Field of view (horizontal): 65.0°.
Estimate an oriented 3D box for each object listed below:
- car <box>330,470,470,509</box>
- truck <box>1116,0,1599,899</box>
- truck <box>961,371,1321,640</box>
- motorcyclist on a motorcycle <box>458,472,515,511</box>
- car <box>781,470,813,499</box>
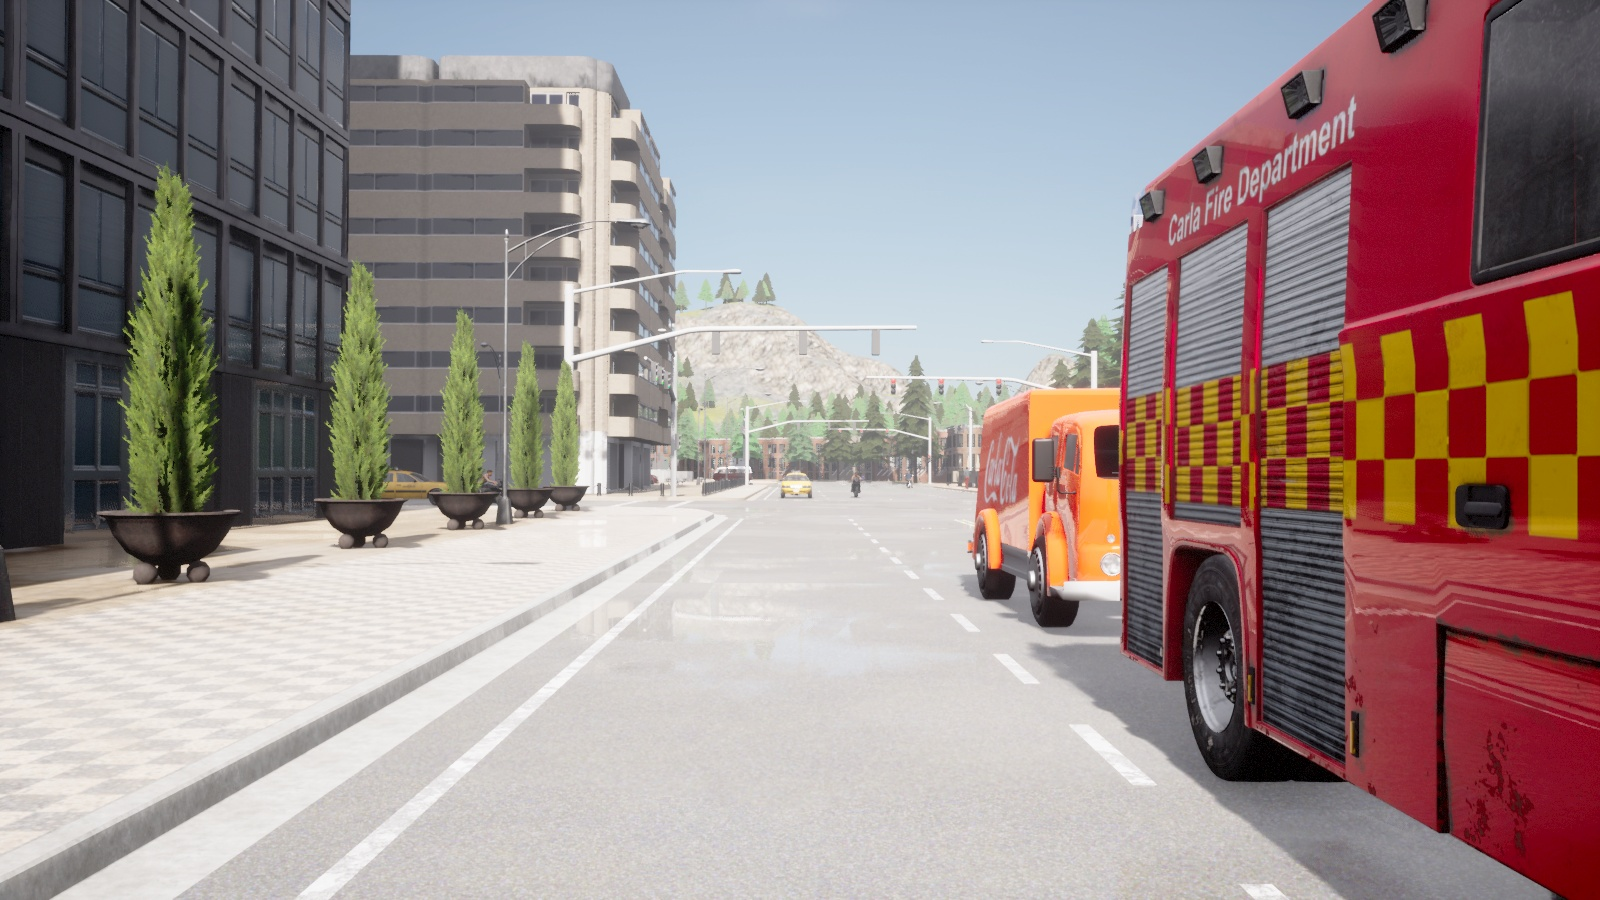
[{"bbox_3d":[-16.922,1.659,53.309,5.366,1.575,1.801,0,-1,0],"label":"car"},{"bbox_3d":[3.485,-0.301,3.774,2.891,3.827,8.468,0,-1,0],"label":"truck"},{"bbox_3d":[3.465,0.551,14.149,2.627,2.467,5.204,0,-1,0],"label":"truck"},{"bbox_3d":[-12.417,1.625,49.796,2.044,1.523,0.797,0,-1,0],"label":"motorcyclist on a motorcycle"},{"bbox_3d":[-0.191,1.982,73.270,1.801,1.575,5.366,0,-1,0],"label":"car"}]
